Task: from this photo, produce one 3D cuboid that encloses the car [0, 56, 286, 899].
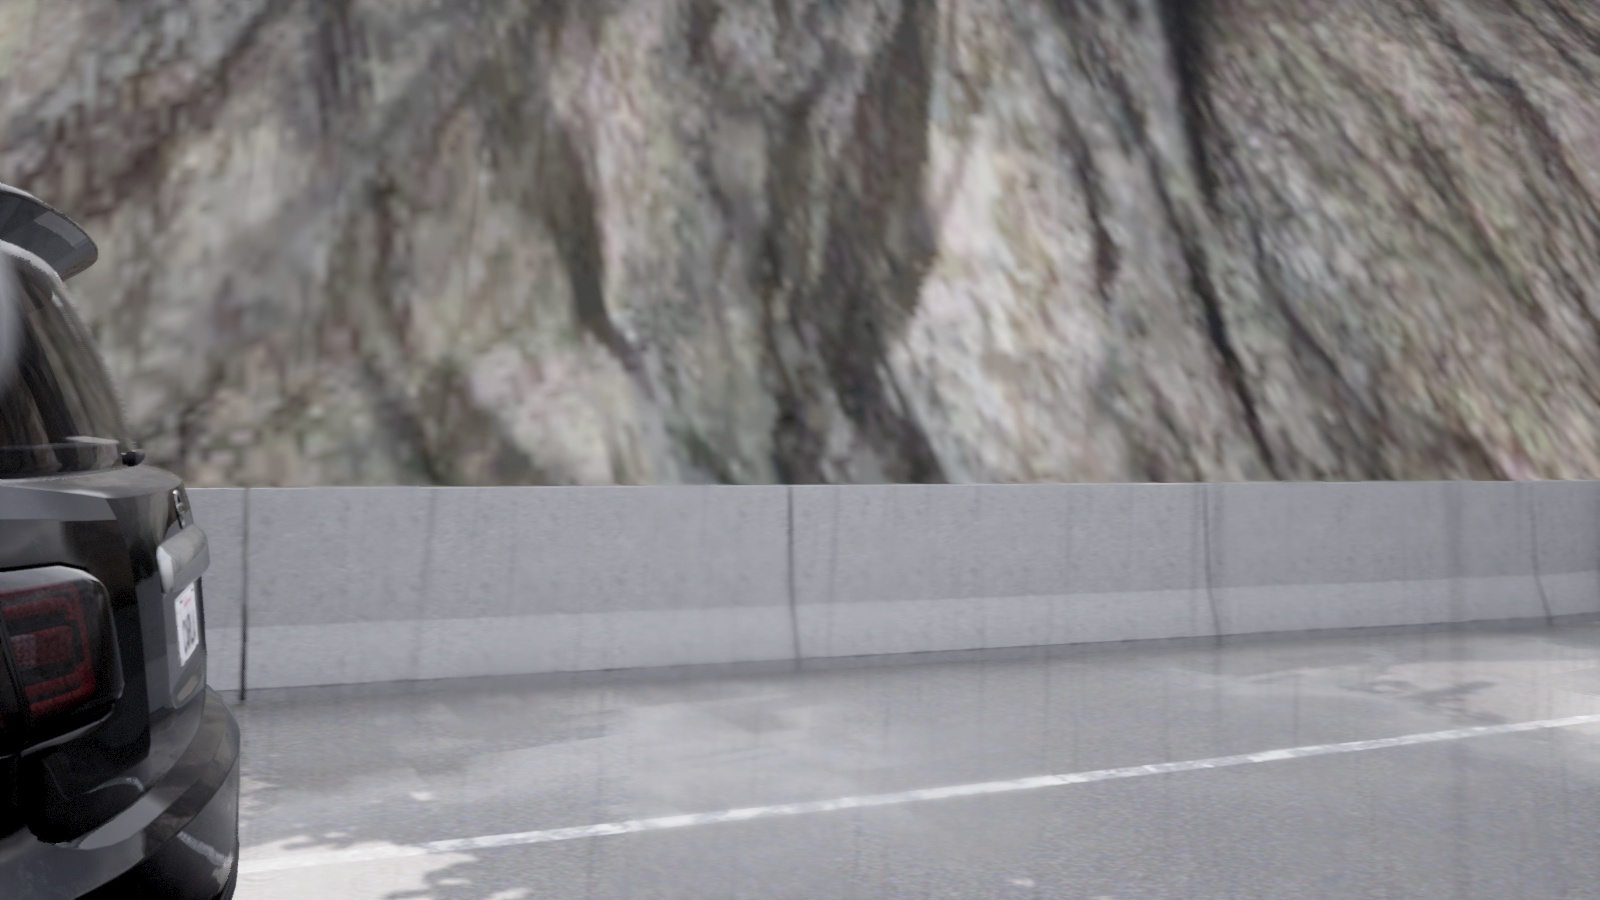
[{"bbox_3d":[-3.802,0.535,1.801,5.566,2.045,2.150,-1,1,-20],"label":"car"}]
